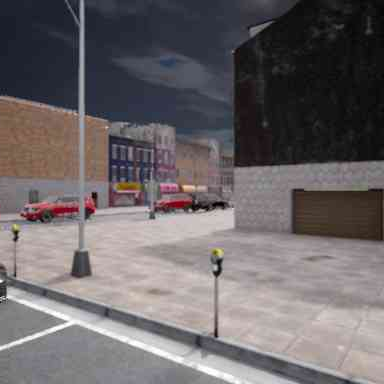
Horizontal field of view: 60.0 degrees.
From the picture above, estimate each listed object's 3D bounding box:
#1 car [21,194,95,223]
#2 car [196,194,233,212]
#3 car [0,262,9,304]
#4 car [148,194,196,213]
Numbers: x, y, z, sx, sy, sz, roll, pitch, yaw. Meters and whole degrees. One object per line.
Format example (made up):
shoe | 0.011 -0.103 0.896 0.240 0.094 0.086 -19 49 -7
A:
car | -10.162 1.208 25.732 2.150 2.045 5.566 0 0 36
car | 2.027 1.214 37.600 2.150 2.045 5.566 0 0 36
car | -5.326 1.543 6.607 4.403 1.369 2.008 0 0 36
car | -2.370 1.204 36.542 2.150 2.045 5.566 0 0 36
